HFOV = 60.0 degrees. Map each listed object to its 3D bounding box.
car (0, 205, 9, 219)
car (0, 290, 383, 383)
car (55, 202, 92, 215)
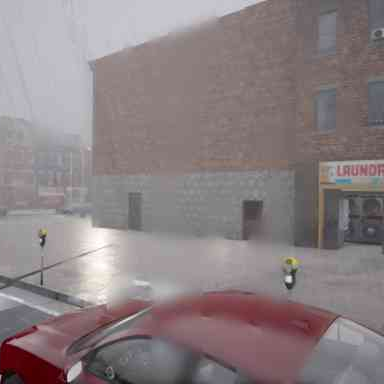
[{"bbox_3d":[-19.333,1.722,30.198,2.128,1.511,4.902,1,0,36],"label":"car"},{"bbox_3d":[0.137,1.544,2.700,4.507,1.381,1.887,0,1,36],"label":"car"},{"bbox_3d":[-13.115,1.919,38.866,2.033,1.411,5.357,1,0,36],"label":"car"}]
